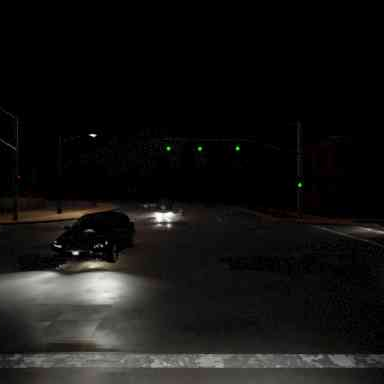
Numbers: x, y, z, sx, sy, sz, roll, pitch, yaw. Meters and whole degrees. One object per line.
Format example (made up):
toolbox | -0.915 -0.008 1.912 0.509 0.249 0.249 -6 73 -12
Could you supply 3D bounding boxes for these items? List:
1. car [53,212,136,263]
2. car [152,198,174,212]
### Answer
car | -3.301 1.518 12.082 1.837 1.490 4.892 0 0 2
car | -3.135 1.495 38.267 2.128 1.511 4.902 0 0 -1
